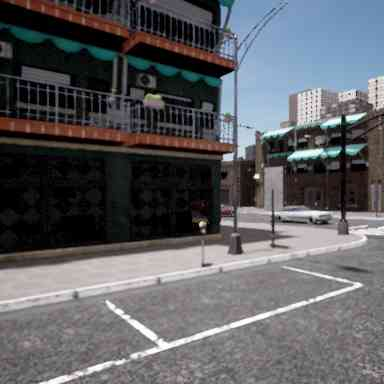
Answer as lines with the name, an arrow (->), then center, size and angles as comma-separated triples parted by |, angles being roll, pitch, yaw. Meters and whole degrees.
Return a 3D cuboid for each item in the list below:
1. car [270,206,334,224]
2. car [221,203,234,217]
car -> 8.497, 1.756, 25.979 | 1.895, 1.301, 4.718 | 0, -1, -36
car -> 2.645, 1.838, 34.157 | 1.994, 1.385, 4.181 | 0, -1, -36
